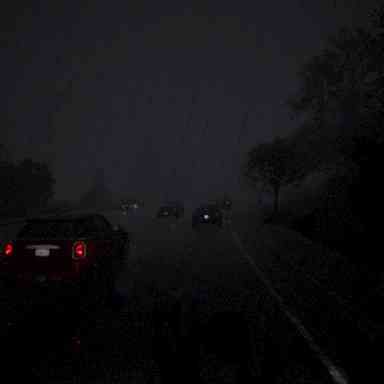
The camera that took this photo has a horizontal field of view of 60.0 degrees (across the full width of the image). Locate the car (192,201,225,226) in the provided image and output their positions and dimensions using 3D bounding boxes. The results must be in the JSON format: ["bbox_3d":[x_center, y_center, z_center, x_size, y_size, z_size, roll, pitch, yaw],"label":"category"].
[{"bbox_3d":[1.116,1.576,23.535,1.994,1.385,4.181,0,0,5],"label":"car"}]

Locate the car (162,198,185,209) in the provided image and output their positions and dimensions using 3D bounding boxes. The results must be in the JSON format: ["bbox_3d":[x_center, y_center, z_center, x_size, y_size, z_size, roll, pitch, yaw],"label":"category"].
[{"bbox_3d":[-2.530,1.577,45.961,1.994,1.385,4.181,0,0,14],"label":"car"}]

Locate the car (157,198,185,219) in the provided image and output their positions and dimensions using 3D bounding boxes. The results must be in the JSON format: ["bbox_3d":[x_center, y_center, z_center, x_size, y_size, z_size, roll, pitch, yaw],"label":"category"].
[{"bbox_3d":[-1.807,1.536,29.094,1.812,1.442,4.674,0,0,7],"label":"car"}]

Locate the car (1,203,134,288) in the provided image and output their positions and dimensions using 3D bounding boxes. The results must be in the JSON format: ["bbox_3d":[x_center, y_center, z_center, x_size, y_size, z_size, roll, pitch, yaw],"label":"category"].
[{"bbox_3d":[-3.221,1.354,9.419,2.097,1.767,4.553,0,0,2],"label":"car"}]

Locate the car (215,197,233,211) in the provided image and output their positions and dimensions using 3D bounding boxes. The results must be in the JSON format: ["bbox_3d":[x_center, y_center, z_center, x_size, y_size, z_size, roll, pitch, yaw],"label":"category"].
[{"bbox_3d":[3.957,1.377,42.021,2.097,1.767,4.553,0,0,12],"label":"car"}]

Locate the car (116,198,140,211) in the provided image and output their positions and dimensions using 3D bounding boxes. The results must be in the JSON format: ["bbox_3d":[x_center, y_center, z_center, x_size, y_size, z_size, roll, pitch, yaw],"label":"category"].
[{"bbox_3d":[-7.596,1.510,38.811,1.837,1.490,4.892,0,0,10],"label":"car"}]
